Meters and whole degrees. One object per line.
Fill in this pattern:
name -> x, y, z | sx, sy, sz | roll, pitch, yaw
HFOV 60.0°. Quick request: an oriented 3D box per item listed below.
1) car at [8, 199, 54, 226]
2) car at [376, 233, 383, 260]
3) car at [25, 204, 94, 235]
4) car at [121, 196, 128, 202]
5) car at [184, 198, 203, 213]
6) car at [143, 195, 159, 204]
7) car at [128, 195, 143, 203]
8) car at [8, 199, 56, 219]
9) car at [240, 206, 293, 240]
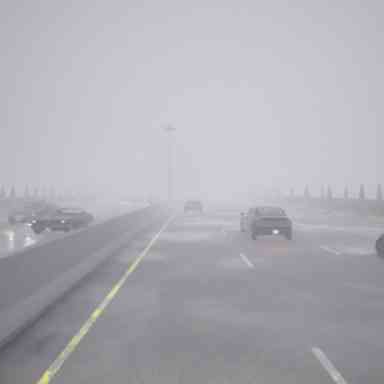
car -> -10.575, 1.421, 22.723 | 2.128, 1.511, 4.902 | 0, 0, 0
car -> 7.110, 1.499, 9.281 | 1.812, 1.442, 4.674 | 0, 0, 0
car -> -7.081, 1.544, 18.585 | 1.895, 1.301, 4.718 | 0, 0, 0
car -> -13.927, 1.407, 71.380 | 1.895, 1.301, 4.718 | 0, 0, 0
car -> 0.136, 1.384, 35.601 | 2.128, 1.511, 4.902 | 0, 0, 0
car -> -6.970, 1.332, 59.788 | 2.128, 1.511, 4.902 | 0, 0, 1
car -> -10.449, 1.336, 64.064 | 1.837, 1.490, 4.892 | 0, 0, 1
car -> -14.066, 1.413, 29.585 | 1.837, 1.490, 4.892 | 0, 0, 0
car -> 3.616, 1.455, 16.760 | 1.837, 1.490, 4.892 | 0, 0, 0
